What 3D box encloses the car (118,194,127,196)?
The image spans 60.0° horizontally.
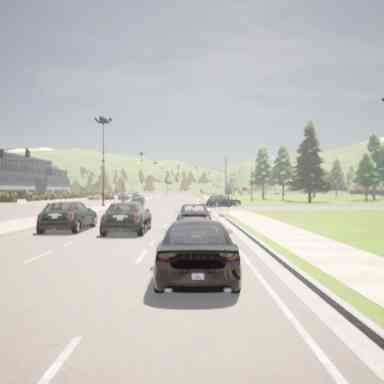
[{"bbox_3d":[-16.153,1.227,77.946,1.812,1.442,4.674,0,0,0],"label":"car"}]

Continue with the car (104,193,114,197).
[{"bbox_3d":[-19.653,1.298,77.905,1.895,1.301,4.718,0,0,0],"label":"car"}]

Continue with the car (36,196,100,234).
[{"bbox_3d":[-6.917,1.280,18.836,2.097,1.767,4.553,0,0,0],"label":"car"}]

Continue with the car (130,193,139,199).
[{"bbox_3d":[-16.127,1.141,93.516,1.837,1.490,4.892,0,0,0],"label":"car"}]

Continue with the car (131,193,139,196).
[{"bbox_3d":[-7.805,1.305,48.674,2.128,1.511,4.902,0,0,-2],"label":"car"}]

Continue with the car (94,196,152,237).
[{"bbox_3d":[-3.412,1.283,17.856,2.097,1.767,4.553,0,0,0],"label":"car"}]

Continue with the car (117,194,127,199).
[{"bbox_3d":[-19.627,1.194,93.512,1.994,1.385,4.181,0,0,0],"label":"car"}]

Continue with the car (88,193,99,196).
[{"bbox_3d":[-23.153,1.058,77.945,2.097,1.767,4.553,0,0,0],"label":"car"}]

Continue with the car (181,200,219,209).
[{"bbox_3d":[0.098,1.422,18.201,2.128,1.511,4.902,0,0,0],"label":"car"}]

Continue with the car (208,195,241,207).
[{"bbox_3d":[4.371,1.180,44.996,4.553,1.767,2.097,0,1,-22],"label":"car"}]

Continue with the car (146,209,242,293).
[{"bbox_3d":[0.114,1.444,8.783,1.882,1.535,5.008,0,0,0],"label":"car"}]
